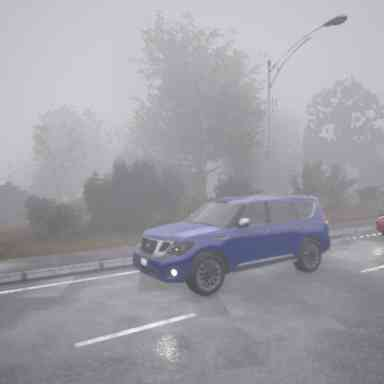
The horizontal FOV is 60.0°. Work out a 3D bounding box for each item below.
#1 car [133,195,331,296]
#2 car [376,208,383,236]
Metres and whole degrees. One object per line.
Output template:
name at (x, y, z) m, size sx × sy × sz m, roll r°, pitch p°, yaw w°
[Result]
car at (1.276, 1.125, 8.783) m, size 5.566 × 2.045 × 2.150 m, roll -1°, pitch 1°, yaw -32°
car at (10.234, 0.831, 13.910) m, size 5.566 × 2.045 × 2.150 m, roll -2°, pitch 1°, yaw -27°
